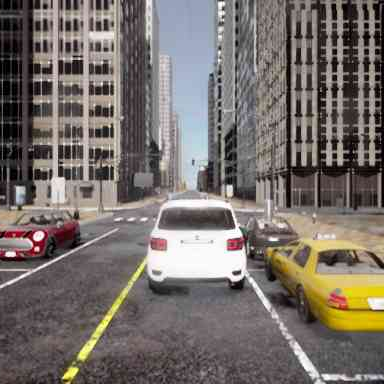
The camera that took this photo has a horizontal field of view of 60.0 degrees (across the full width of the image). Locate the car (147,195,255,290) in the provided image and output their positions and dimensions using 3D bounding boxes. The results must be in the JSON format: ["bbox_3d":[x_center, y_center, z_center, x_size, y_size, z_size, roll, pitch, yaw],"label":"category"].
[{"bbox_3d":[0.102,1.215,9.230,2.150,2.045,5.566,0,0,0],"label":"car"}]

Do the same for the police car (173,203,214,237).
[{"bbox_3d":[0.101,1.488,19.150,2.038,1.542,4.974,0,0,1],"label":"police car"}]

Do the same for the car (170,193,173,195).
[{"bbox_3d":[-5.702,1.208,67.393,2.192,1.841,5.009,0,0,0],"label":"car"}]

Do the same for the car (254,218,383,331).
[{"bbox_3d":[2.693,1.521,6.947,1.752,1.417,4.829,0,0,0],"label":"car"}]

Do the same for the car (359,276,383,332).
[{"bbox_3d":[2.692,1.550,1.106,2.008,1.369,4.403,0,0,0],"label":"car"}]

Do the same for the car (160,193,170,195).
[{"bbox_3d":[-5.769,1.348,61.708,1.967,1.590,4.097,0,0,0],"label":"car"}]

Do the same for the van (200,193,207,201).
[{"bbox_3d":[2.711,1.200,78.758,1.690,1.788,3.998,0,0,0],"label":"van"}]

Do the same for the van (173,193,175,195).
[{"bbox_3d":[-5.668,1.182,84.448,1.690,1.788,3.998,0,0,0],"label":"van"}]

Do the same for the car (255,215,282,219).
[{"bbox_3d":[2.695,1.542,12.445,2.008,1.369,4.403,0,0,0],"label":"car"}]

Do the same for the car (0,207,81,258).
[{"bbox_3d":[-5.685,1.431,12.445,1.967,1.590,4.097,0,0,0],"label":"car"}]

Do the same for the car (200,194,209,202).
[{"bbox_3d":[2.709,1.316,73.073,1.967,1.590,4.097,0,0,0],"label":"car"}]

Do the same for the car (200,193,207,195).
[{"bbox_3d":[2.802,1.348,61.705,1.967,1.590,4.097,0,0,0],"label":"car"}]
